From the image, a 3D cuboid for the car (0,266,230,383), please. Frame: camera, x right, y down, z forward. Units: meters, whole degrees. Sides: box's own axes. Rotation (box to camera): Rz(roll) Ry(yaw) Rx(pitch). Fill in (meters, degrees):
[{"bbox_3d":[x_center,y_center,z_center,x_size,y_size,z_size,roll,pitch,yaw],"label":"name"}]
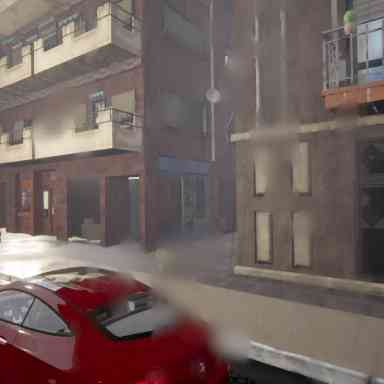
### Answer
[{"bbox_3d":[-1.566,1.583,3.970,4.206,1.307,1.802,0,-1,36],"label":"car"}]
